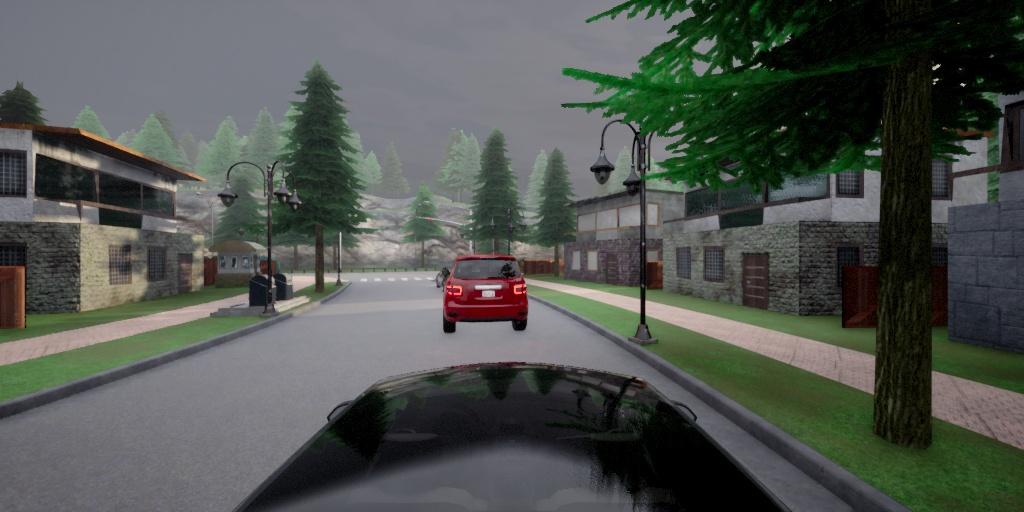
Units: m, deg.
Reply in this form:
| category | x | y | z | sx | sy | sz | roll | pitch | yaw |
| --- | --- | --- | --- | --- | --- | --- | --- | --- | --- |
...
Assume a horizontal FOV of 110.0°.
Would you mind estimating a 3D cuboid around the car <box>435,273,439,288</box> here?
| category | x | y | z | sx | sy | sz | roll | pitch | yaw |
| --- | --- | --- | --- | --- | --- | --- | --- | --- | --- |
| car | -3.359 | 1.297 | 21.172 | 2.033 | 1.411 | 5.357 | 0 | 0 | -18 |

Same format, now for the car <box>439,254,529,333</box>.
| category | x | y | z | sx | sy | sz | roll | pitch | yaw |
| --- | --- | --- | --- | --- | --- | --- | --- | --- | --- |
| car | -0.947 | 0.971 | 10.987 | 2.150 | 2.045 | 5.566 | 0 | 0 | -9 |
